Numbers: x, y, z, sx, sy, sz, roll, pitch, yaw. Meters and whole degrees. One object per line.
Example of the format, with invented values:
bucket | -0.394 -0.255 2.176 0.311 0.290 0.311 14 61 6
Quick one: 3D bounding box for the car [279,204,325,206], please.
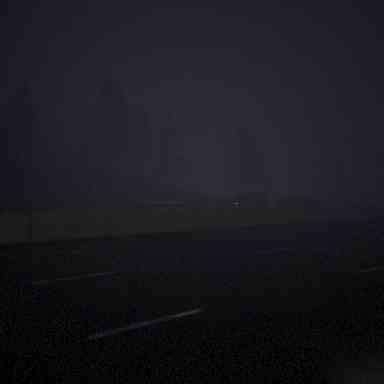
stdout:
car | 10.809 1.435 31.155 4.718 1.301 1.895 0 1 -28
